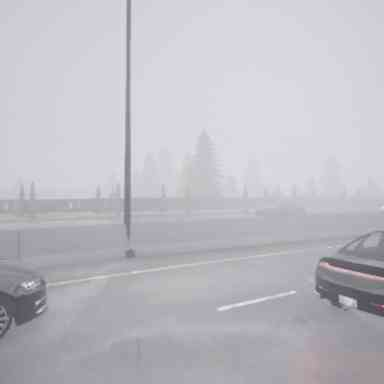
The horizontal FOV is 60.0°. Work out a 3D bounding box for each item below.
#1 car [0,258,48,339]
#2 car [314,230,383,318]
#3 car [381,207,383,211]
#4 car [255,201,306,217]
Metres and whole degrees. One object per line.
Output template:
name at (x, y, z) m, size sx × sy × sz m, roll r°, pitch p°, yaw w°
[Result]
car at (-4.662, 1.467, 4.587) m, size 4.902 × 1.511 × 2.128 m, roll 0°, pitch 0°, yaw -36°
car at (4.471, 1.455, 6.324) m, size 4.902 × 1.511 × 2.128 m, roll 0°, pitch 0°, yaw -31°
car at (18.139, 1.252, 27.680) m, size 4.553 × 1.767 × 2.097 m, roll 0°, pitch 0°, yaw -17°
car at (7.286, 1.450, 27.406) m, size 4.181 × 1.385 × 1.994 m, roll 0°, pitch 0°, yaw -23°
